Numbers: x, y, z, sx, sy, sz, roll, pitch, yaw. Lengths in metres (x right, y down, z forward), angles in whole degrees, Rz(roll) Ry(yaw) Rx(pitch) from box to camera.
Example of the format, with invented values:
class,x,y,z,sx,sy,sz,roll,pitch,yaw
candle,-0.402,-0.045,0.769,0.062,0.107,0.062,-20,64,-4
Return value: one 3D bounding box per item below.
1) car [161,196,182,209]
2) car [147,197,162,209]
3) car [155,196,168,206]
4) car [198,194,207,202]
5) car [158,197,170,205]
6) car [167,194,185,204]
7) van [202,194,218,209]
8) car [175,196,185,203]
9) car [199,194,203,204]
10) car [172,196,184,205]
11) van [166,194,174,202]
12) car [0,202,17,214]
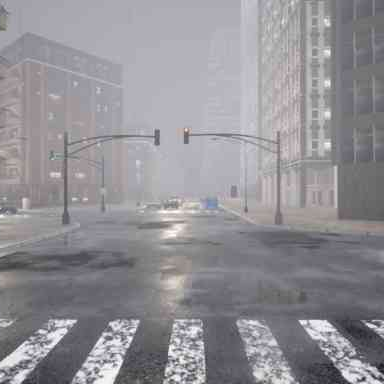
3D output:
class,x,y,z,sx,sy,sz,roll,pitch,yaw
car,-2.737,1.644,45.127,1.895,1.301,4.718,0,0,0
car,-5.219,1.570,45.828,1.752,1.417,4.829,0,0,0
car,-5.196,1.510,57.103,1.967,1.590,4.097,0,0,0
car,2.739,1.467,84.850,2.192,1.841,5.009,0,0,0
car,-5.185,1.650,62.655,1.947,1.339,4.313,0,0,0
car,-2.713,1.415,54.253,2.097,1.767,4.553,0,0,0
van,2.663,1.386,45.982,1.690,1.788,3.998,0,0,0
car,-2.599,1.669,73.975,1.994,1.385,4.181,0,0,0
car,2.707,1.644,68.191,1.887,1.381,4.507,0,0,0
car,-2.666,1.580,64.093,2.128,1.511,4.902,0,0,1
van,-5.150,1.474,79.311,1.690,1.788,3.998,0,0,0
car,-21.071,1.789,36.702,4.718,1.301,1.895,-1,-1,41
